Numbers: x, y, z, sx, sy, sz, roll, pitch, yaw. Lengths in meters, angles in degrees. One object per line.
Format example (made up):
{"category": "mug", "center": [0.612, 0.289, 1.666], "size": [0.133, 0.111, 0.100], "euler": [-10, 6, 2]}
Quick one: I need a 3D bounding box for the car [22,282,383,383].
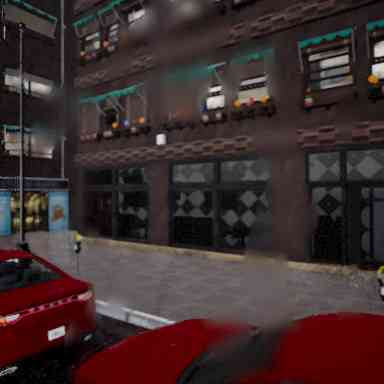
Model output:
{"category": "car", "center": [1.043, 1.548, 2.128], "size": [4.507, 1.381, 1.887], "euler": [-1, 0, 36]}

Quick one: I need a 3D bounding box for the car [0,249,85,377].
{"category": "car", "center": [-3.461, 1.605, 5.345], "size": [4.507, 1.381, 1.887], "euler": [-1, 0, 36]}
